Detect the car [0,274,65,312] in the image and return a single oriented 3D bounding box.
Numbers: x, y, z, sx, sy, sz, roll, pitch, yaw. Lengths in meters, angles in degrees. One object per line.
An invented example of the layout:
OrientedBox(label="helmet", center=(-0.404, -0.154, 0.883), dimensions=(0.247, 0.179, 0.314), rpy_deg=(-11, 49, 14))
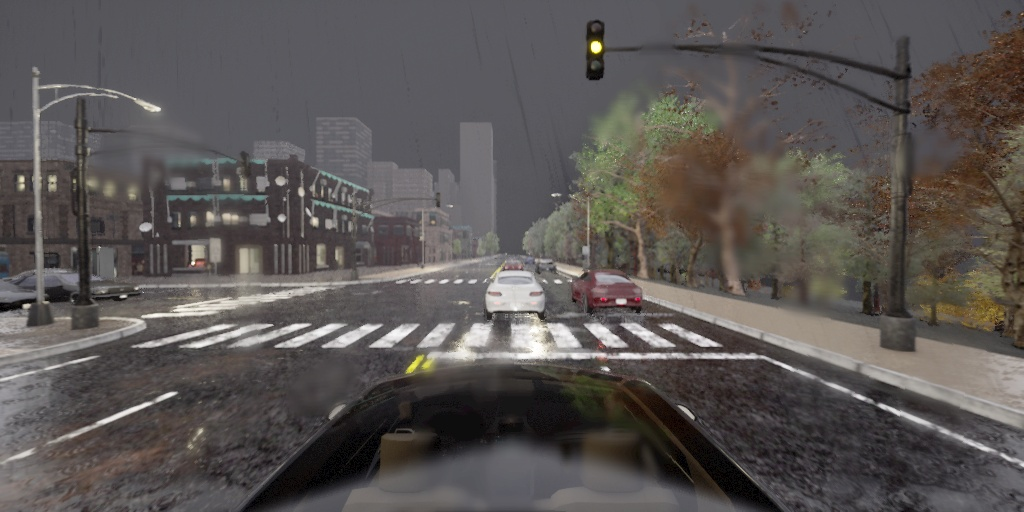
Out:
OrientedBox(label="car", center=(-19.947, 1.497, 13.219), dimensions=(4.313, 1.339, 1.948), rpy_deg=(0, 0, 0))

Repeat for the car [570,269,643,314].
OrientedBox(label="car", center=(3.347, 1.204, 13.276), dimensions=(1.812, 1.442, 4.674), rpy_deg=(0, 1, 0))

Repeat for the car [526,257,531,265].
OrientedBox(label="car", center=(3.250, 0.880, 64.149), dimensions=(1.812, 1.442, 4.674), rpy_deg=(0, 1, 0))

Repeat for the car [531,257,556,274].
OrientedBox(label="car", center=(3.349, 1.024, 36.294), dimensions=(2.128, 1.511, 4.902), rpy_deg=(0, 0, 0))

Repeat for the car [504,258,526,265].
OrientedBox(label="car", center=(0.100, 1.139, 35.427), dimensions=(1.895, 1.301, 4.718), rpy_deg=(0, 0, 0))

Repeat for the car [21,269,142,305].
OrientedBox(label="car", center=(-19.879, 1.435, 15.921), dimensions=(5.357, 1.411, 2.033), rpy_deg=(-1, 1, 1))

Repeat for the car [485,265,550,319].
OrientedBox(label="car", center=(0.101, 1.209, 12.416), dimensions=(1.812, 1.442, 4.674), rpy_deg=(0, 1, 0))
